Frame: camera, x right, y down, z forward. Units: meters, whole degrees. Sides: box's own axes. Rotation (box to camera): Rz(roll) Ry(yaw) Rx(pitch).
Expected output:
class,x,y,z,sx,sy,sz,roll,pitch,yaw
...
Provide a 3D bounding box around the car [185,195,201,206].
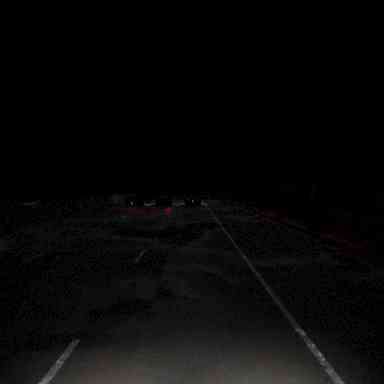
class,x,y,z,sx,sy,sz,roll,pitch,yaw
car,0.093,1.019,41.137,1.994,1.385,4.181,0,1,0

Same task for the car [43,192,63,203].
class,x,y,z,sx,sy,sz,roll,pitch,yaw
car,-21.076,0.791,51.094,2.128,1.511,4.902,0,1,0

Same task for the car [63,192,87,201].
class,x,y,z,sx,sy,sz,roll,pitch,yaw
car,-17.578,0.785,51.519,2.128,1.511,4.902,0,1,0

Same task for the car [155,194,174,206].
class,x,y,z,sx,sy,sz,roll,pitch,yaw
car,-3.406,0.983,41.000,1.812,1.442,4.674,0,1,0

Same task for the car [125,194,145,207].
class,x,y,z,sx,sy,sz,roll,pitch,yaw
car,-6.907,0.968,40.520,1.837,1.490,4.892,0,1,0

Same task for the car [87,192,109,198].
class,x,y,z,sx,sy,sz,roll,pitch,yaw
car,-14.080,0.804,51.089,1.837,1.490,4.892,0,1,0
